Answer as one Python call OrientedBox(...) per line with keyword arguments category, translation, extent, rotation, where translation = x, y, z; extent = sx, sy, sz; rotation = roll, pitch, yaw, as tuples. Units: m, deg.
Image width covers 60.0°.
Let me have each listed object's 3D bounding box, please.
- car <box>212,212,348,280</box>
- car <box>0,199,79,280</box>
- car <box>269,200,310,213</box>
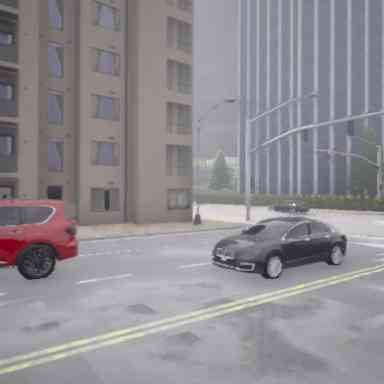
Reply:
OrientedBox(category="car", translation=(2.833, 1.553, 10.217), extent=(4.892, 1.490, 1.837), rotation=(1, 0, -35))
OrientedBox(category="car", translation=(-5.775, 1.222, 8.443), extent=(5.566, 2.045, 2.150), rotation=(1, 0, -35))
OrientedBox(category="car", translation=(10.778, 1.676, 37.172), extent=(1.837, 1.490, 4.892), rotation=(1, -1, -33))
